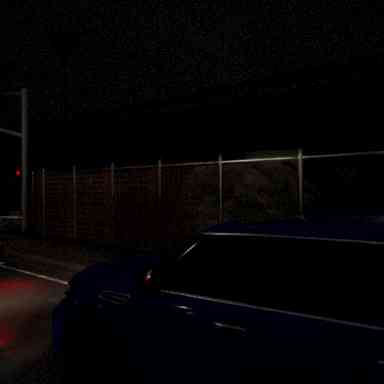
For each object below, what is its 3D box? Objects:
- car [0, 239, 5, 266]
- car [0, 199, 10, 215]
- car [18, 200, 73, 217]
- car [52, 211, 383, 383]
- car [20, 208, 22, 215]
[{"bbox_3d":[-7.051,1.491,9.021,4.902,1.511,2.128,0,0,33],"label":"car"},{"bbox_3d":[-20.148,1.407,31.886,2.097,1.767,4.553,0,0,37],"label":"car"},{"bbox_3d":[-14.636,1.560,33.495,1.837,1.490,4.892,0,0,35],"label":"car"},{"bbox_3d":[0.963,1.221,3.303,5.566,2.045,2.150,0,0,35],"label":"car"},{"bbox_3d":[-12.711,1.547,29.816,2.128,1.511,4.902,0,0,35],"label":"car"}]
